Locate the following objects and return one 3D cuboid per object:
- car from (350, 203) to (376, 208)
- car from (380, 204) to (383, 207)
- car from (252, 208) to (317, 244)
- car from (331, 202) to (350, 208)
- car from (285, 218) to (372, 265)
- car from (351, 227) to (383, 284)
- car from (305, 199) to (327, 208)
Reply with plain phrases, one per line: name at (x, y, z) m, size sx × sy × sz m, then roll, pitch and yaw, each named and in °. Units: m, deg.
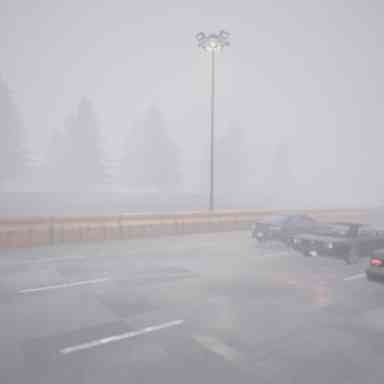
car at (26.906, 2.326, 51.868) m, size 4.718 × 1.301 × 1.895 m, roll 1°, pitch -1°, yaw -45°
car at (29.824, 2.220, 49.876) m, size 1.882 × 1.535 × 5.008 m, roll 0°, pitch -1°, yaw 45°
car at (4.879, 1.708, 15.876) m, size 4.674 × 1.442 × 1.812 m, roll 1°, pitch 0°, yaw -35°
car at (24.255, 2.277, 54.177) m, size 4.181 × 1.385 × 1.994 m, roll 1°, pitch -1°, yaw -45°
car at (5.845, 1.765, 12.279) m, size 4.718 × 1.301 × 1.895 m, roll 1°, pitch -1°, yaw -35°
car at (6.595, 1.690, 8.534) m, size 5.357 × 1.411 × 2.033 m, roll 1°, pitch -1°, yaw -35°
car at (20.660, 2.035, 55.520) m, size 4.553 × 1.767 × 2.097 m, roll 1°, pitch -1°, yaw -44°
